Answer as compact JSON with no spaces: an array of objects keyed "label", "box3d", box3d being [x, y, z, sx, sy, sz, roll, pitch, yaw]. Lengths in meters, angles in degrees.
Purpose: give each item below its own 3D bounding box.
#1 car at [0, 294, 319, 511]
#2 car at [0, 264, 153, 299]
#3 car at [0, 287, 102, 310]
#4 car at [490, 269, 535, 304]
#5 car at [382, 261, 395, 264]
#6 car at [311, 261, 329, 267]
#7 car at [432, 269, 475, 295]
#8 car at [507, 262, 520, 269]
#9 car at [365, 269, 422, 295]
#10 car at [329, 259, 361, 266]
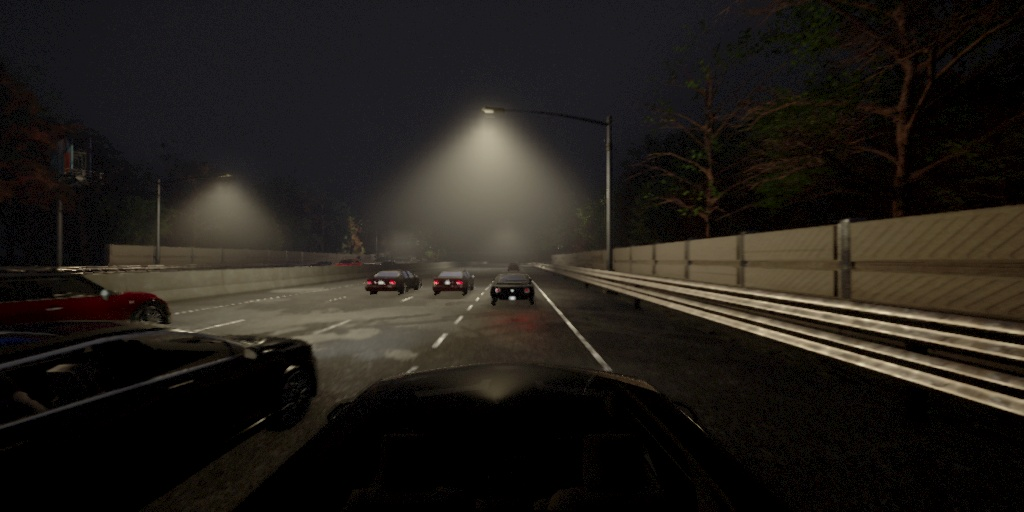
[{"label":"car","box3d":[-3.439,1.250,2.748,2.128,1.511,4.902,0,-1,0]},{"label":"car","box3d":[-10.415,1.156,7.939,2.097,1.767,4.553,0,-1,0]},{"label":"car","box3d":[-6.937,1.235,2.689,1.882,1.535,5.008,0,-1,0]},{"label":"car","box3d":[0.030,1.490,17.184,1.895,1.301,4.718,0,-1,0]},{"label":"car","box3d":[-20.779,1.664,59.671,2.097,1.767,4.553,0,-1,1]},{"label":"car","box3d":[-27.821,1.840,53.295,1.895,1.301,4.718,0,-1,1]},{"label":"car","box3d":[-3.348,1.473,21.209,2.033,1.411,5.357,0,-1,0]},{"label":"car","box3d":[0.241,1.842,59.807,1.812,1.442,4.674,0,-1,0]},{"label":"car","box3d":[-6.850,1.472,21.217,2.033,1.411,5.357,0,-1,0]},{"label":"car","box3d":[-24.331,1.462,53.264,2.150,2.045,5.566,0,-1,1]}]
